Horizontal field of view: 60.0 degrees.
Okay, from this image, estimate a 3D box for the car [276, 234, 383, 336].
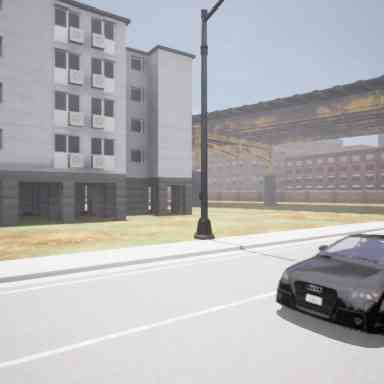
[{"bbox_3d":[3.607,1.564,6.573,4.181,1.385,1.994,0,0,-35],"label":"car"}]
